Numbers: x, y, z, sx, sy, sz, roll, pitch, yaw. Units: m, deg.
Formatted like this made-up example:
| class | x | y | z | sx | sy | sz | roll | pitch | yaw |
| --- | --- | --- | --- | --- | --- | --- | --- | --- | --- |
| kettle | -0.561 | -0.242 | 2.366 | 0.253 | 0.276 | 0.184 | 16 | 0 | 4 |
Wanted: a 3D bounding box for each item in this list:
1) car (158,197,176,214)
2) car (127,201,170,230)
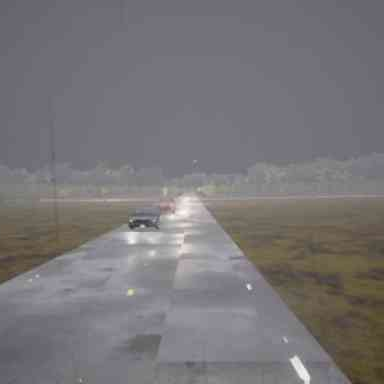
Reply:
| class | x | y | z | sx | sy | sz | roll | pitch | yaw |
| --- | --- | --- | --- | --- | --- | --- | --- | --- | --- |
| car | -2.763 | 1.331 | 34.994 | 2.097 | 1.767 | 4.553 | 0 | 0 | 0 |
| car | -2.776 | 1.539 | 21.387 | 2.033 | 1.411 | 5.357 | 0 | 0 | 0 |
